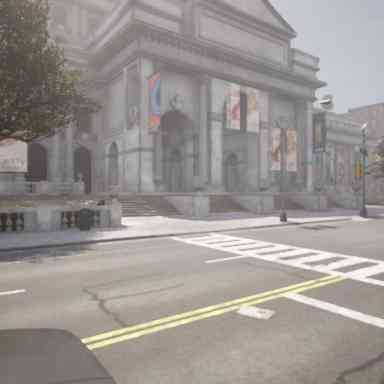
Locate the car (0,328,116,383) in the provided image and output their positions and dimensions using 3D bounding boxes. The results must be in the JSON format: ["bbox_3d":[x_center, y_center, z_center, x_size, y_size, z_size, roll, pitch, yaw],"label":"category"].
[{"bbox_3d":[-3.012,1.547,1.615,5.357,1.411,2.033,0,0,-35],"label":"car"}]
